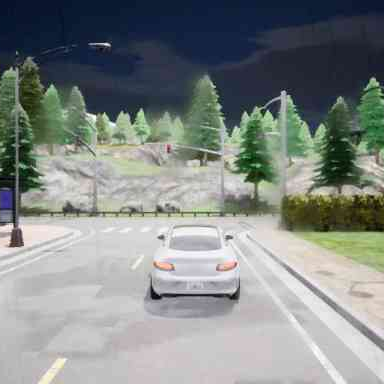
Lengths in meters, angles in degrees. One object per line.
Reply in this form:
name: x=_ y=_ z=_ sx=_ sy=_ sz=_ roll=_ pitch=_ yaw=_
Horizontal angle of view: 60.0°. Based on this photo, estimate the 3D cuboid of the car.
car: x=0.079 y=1.525 z=8.264 sx=1.812 sy=1.442 sz=4.674 roll=0 pitch=0 yaw=1
